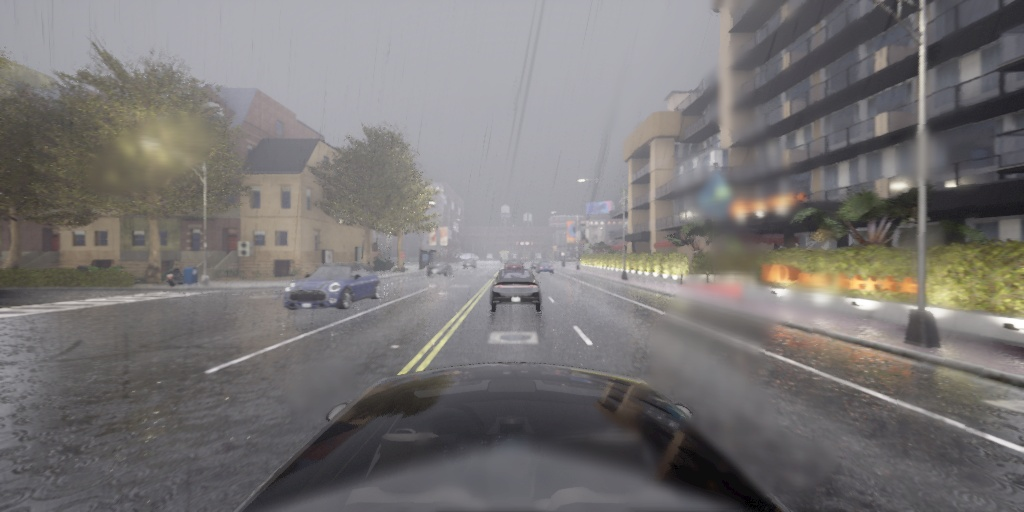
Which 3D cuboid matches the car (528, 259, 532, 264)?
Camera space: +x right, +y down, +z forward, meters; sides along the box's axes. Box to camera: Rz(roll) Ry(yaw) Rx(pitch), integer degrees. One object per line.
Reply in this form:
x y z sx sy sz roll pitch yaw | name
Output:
3.683 1.350 51.627 1.895 1.301 4.718 0 0 0 | car

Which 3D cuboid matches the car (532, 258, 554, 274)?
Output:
3.738 1.297 41.013 2.033 1.411 5.357 0 0 0 | car

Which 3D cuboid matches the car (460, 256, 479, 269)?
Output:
-6.800 1.243 58.260 2.128 1.511 4.902 0 0 0 | car

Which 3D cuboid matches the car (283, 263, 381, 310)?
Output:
-7.054 1.103 14.576 2.097 1.767 4.553 0 0 0 | car

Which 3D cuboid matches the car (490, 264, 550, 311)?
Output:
0.145 1.241 14.404 2.128 1.511 4.902 0 0 0 | car

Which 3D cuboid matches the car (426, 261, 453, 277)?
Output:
-6.971 1.242 34.945 2.128 1.511 4.902 0 0 0 | car

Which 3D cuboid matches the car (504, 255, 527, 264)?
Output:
0.236 1.103 38.142 2.097 1.767 4.553 0 0 0 | car
